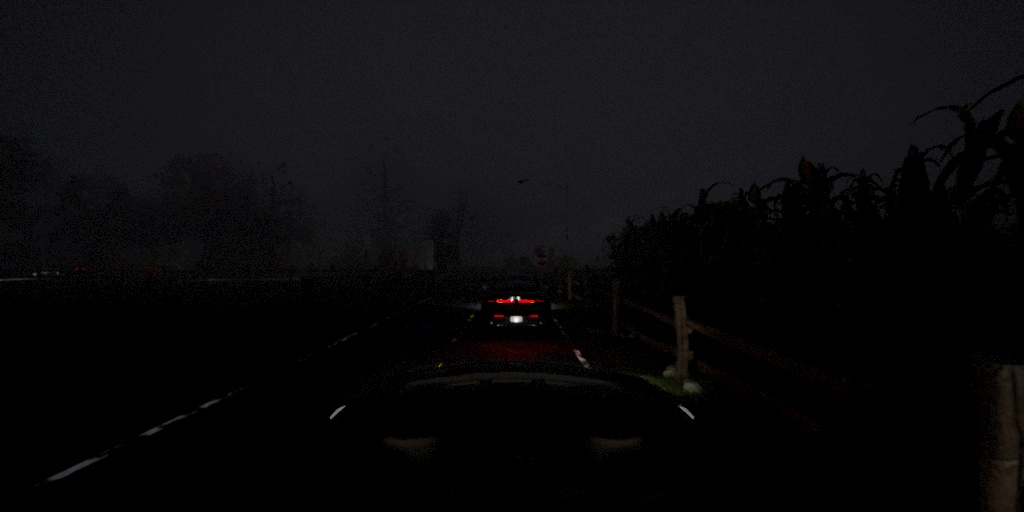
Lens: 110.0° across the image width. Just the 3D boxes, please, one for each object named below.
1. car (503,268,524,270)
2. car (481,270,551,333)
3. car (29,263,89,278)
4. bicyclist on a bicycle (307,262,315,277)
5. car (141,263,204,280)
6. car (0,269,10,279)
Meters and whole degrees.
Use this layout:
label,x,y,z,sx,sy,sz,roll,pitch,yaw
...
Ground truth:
label,x,y,z,sx,sy,sz,roll,pitch,yaw
car,0.082,1.418,20.801,2.033,1.411,5.357,0,0,-1
car,0.105,1.312,11.053,1.837,1.490,4.892,0,-1,0
car,-47.001,1.522,37.269,4.892,1.490,1.837,0,0,1
bicyclist on a bicycle,-22.404,1.480,39.991,0.582,1.620,1.656,0,0,1
car,-32.263,1.472,34.163,5.008,1.535,1.882,0,0,1
car,-51.681,1.534,34.536,4.892,1.490,1.837,0,0,1
